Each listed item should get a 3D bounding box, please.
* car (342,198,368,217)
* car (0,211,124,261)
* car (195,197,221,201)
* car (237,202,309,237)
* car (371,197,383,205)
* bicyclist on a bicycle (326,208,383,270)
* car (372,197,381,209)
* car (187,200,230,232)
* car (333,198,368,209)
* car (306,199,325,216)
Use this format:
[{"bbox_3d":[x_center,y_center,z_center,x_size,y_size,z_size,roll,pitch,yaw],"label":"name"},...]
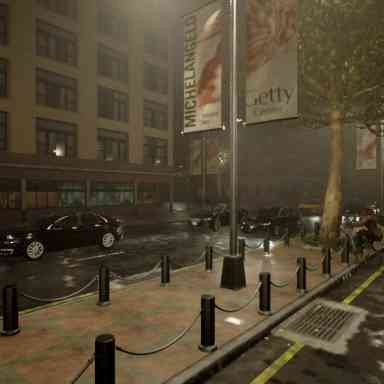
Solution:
[{"bbox_3d":[15.195,1.563,31.364,1.994,1.385,4.181,0,0,40],"label":"car"},{"bbox_3d":[-4.861,1.505,12.552,1.837,1.490,4.892,0,0,40],"label":"car"},{"bbox_3d":[2.442,1.505,52.703,4.892,1.490,1.837,0,0,38],"label":"car"},{"bbox_3d":[4.509,1.504,18.415,1.837,1.490,4.892,0,0,40],"label":"car"},{"bbox_3d":[33.225,1.546,58.565,2.033,1.411,5.357,0,0,40],"label":"car"},{"bbox_3d":[4.893,1.271,9.669,0.582,1.620,1.656,3,24,-47],"label":"bicyclist on a bicycle"},{"bbox_3d":[25.635,1.352,44.004,2.097,1.767,4.553,0,0,40],"label":"car"},{"bbox_3d":[1.705,1.492,20.468,2.128,1.511,4.902,0,0,40],"label":"car"},{"bbox_3d":[22.198,1.547,46.533,5.357,1.411,2.033,0,0,-34],"label":"car"},{"bbox_3d":[12.284,1.478,33.336,1.882,1.535,5.008,0,0,40],"label":"car"}]
